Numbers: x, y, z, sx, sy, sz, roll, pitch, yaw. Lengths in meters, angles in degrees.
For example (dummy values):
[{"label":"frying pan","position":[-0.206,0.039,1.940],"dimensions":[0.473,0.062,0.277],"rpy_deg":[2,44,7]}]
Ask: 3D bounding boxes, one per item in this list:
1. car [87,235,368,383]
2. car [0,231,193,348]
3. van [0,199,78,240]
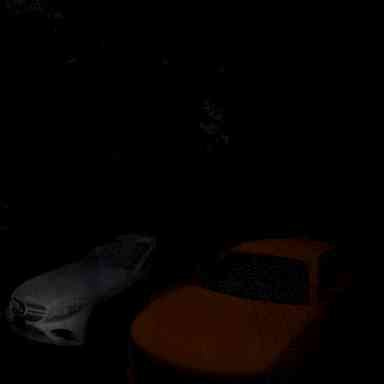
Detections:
[{"label":"car","position":[1.247,1.488,4.880],"dimensions":[2.097,1.535,5.008],"rpy_deg":[0,0,36]},{"label":"car","position":[-1.020,1.540,6.498],"dimensions":[2.002,1.452,4.674],"rpy_deg":[0,0,36]},{"label":"van","position":[-5.620,1.297,9.642],"dimensions":[1.878,1.987,4.442],"rpy_deg":[0,0,36]}]
